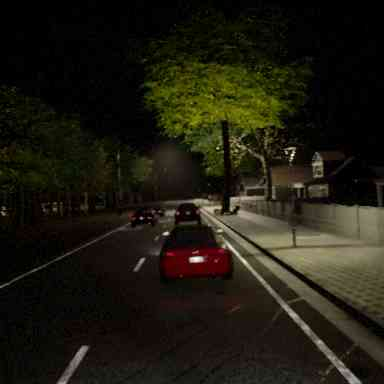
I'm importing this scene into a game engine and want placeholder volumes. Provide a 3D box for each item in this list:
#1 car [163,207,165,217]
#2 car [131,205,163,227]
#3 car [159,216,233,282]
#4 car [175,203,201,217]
[{"bbox_3d":[-4.184,2.194,39.080,2.033,1.411,5.357,-3,0,-1],"label":"car"},{"bbox_3d":[-3.860,2.065,27.605,2.033,1.411,5.357,-3,-1,-1],"label":"car"},{"bbox_3d":[0.058,1.682,10.304,1.994,1.385,4.181,-3,-1,-1],"label":"car"},{"bbox_3d":[-0.359,1.706,28.005,2.097,1.767,4.553,-3,-1,-1],"label":"car"}]
